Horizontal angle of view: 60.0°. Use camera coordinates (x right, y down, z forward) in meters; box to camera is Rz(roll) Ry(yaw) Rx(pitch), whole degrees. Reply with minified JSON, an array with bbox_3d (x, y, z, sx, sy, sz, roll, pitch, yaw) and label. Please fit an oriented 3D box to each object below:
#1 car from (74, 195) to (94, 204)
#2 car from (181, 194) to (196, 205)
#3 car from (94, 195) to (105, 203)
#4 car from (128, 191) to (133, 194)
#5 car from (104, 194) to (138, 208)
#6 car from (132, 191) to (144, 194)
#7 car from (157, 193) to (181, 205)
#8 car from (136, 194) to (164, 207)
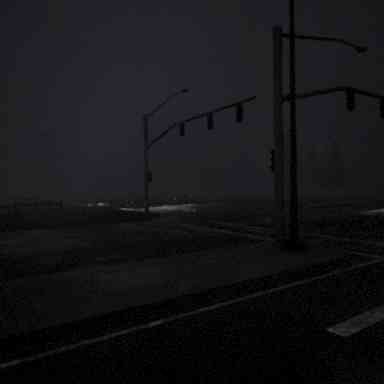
[{"bbox_3d":[-18.392,1.249,55.637,1.812,1.442,4.674,-1,1,-35],"label":"car"},{"bbox_3d":[-1.304,1.080,49.468,1.812,1.442,4.674,-1,0,-35],"label":"car"},{"bbox_3d":[-15.786,1.231,58.033,1.994,1.385,4.181,-1,1,-35],"label":"car"},{"bbox_3d":[-12.975,1.087,60.129,1.882,1.535,5.008,-1,0,-34],"label":"car"},{"bbox_3d":[-9.084,1.326,42.263,1.895,1.301,4.718,-1,1,-35],"label":"car"},{"bbox_3d":[-10.385,0.774,62.554,2.150,2.045,5.566,-1,1,-34],"label":"car"},{"bbox_3d":[-4.079,0.964,47.324,2.097,1.767,4.553,-1,1,-35],"label":"car"},{"bbox_3d":[-6.008,1.269,43.972,1.895,1.301,4.718,-1,1,-35],"label":"car"}]
